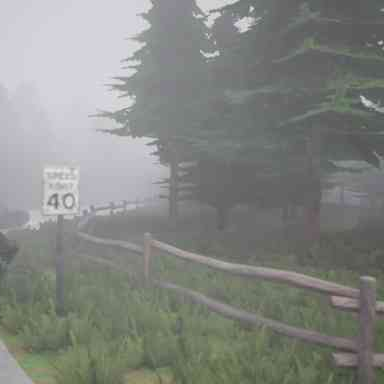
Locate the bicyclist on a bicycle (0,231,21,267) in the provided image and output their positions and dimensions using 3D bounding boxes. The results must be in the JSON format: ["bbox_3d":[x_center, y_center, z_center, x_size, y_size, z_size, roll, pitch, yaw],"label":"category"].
[{"bbox_3d":[-3.802,1.322,6.289,1.656,1.620,0.582,0,1,-36],"label":"bicyclist on a bicycle"}]

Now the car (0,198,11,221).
[{"bbox_3d":[-13.185,1.128,20.116,1.812,1.442,4.674,1,1,1],"label":"car"}]

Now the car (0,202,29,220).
[{"bbox_3d":[-9.874,1.203,16.434,2.033,1.411,5.357,1,1,-6],"label":"car"}]
